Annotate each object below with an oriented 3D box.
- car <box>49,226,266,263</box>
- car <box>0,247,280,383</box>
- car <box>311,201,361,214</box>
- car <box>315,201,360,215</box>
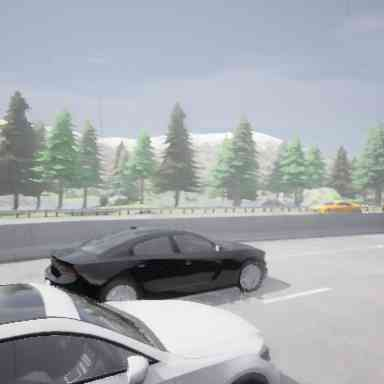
[{"bbox_3d":[-0.524,1.493,7.349,5.008,1.535,1.882,0,0,-33],"label":"car"},{"bbox_3d":[-1.339,1.526,2.651,4.674,1.442,1.812,0,0,-35],"label":"car"},{"bbox_3d":[14.163,1.619,32.764,5.008,1.535,1.882,0,0,-15],"label":"car"},{"bbox_3d":[16.105,1.724,36.854,4.181,1.385,1.994,0,0,-14],"label":"car"}]
